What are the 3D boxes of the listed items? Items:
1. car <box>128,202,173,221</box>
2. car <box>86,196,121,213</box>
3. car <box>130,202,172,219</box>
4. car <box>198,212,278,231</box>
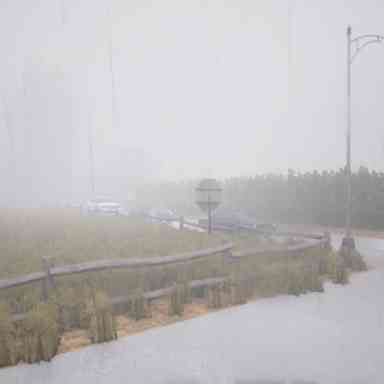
[{"bbox_3d":[-3.380,1.621,26.875,2.097,1.767,4.553,1,-1,-36],"label":"car"},{"bbox_3d":[-9.511,1.509,35.499,2.150,2.045,5.566,1,0,-35],"label":"car"},{"bbox_3d":[-4.250,1.805,33.723,2.128,1.511,4.902,1,0,-36],"label":"car"},{"bbox_3d":[2.465,1.812,18.702,1.895,1.301,4.718,1,-1,-36],"label":"car"}]
